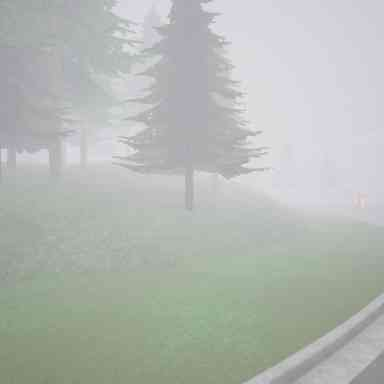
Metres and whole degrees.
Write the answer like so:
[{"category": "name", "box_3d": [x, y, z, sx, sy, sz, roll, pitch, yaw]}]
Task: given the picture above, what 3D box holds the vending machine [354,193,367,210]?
[{"category": "vending machine", "box_3d": [21.301, 1.194, 42.024, 1.100, 2.100, 0.880, 0, 0, -3]}]
